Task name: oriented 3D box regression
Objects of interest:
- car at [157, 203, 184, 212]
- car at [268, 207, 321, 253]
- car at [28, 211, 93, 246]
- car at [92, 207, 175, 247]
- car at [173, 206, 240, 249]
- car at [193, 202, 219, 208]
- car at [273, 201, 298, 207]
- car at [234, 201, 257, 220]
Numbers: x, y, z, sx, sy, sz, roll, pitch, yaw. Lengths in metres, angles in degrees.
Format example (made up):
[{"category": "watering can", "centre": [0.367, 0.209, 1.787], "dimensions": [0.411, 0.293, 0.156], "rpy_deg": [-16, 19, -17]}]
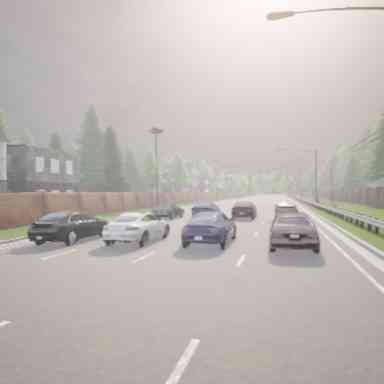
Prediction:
[{"category": "car", "centre": [-2.210, 1.770, 30.874], "dimensions": [2.033, 1.411, 5.357], "rpy_deg": [-1, 0, 15]}, {"category": "car", "centre": [4.116, 1.552, 13.693], "dimensions": [2.033, 1.411, 5.357], "rpy_deg": [-1, 0, 15]}, {"category": "car", "centre": [-5.954, 1.716, 16.669], "dimensions": [1.837, 1.490, 4.892], "rpy_deg": [-1, 0, 15]}, {"category": "car", "centre": [-2.547, 1.666, 15.860], "dimensions": [1.812, 1.442, 4.674], "rpy_deg": [-1, 0, 15]}, {"category": "car", "centre": [0.836, 1.598, 14.963], "dimensions": [1.812, 1.442, 4.674], "rpy_deg": [-1, 0, 15]}, {"category": "car", "centre": [1.299, 1.633, 30.447], "dimensions": [1.882, 1.535, 5.008], "rpy_deg": [-1, 0, 15]}, {"category": "car", "centre": [8.021, 1.512, 28.495], "dimensions": [2.128, 1.511, 4.902], "rpy_deg": [-1, 0, 15]}, {"category": "car", "centre": [4.685, 1.565, 29.561], "dimensions": [1.882, 1.535, 5.008], "rpy_deg": [-1, 0, 15]}]
